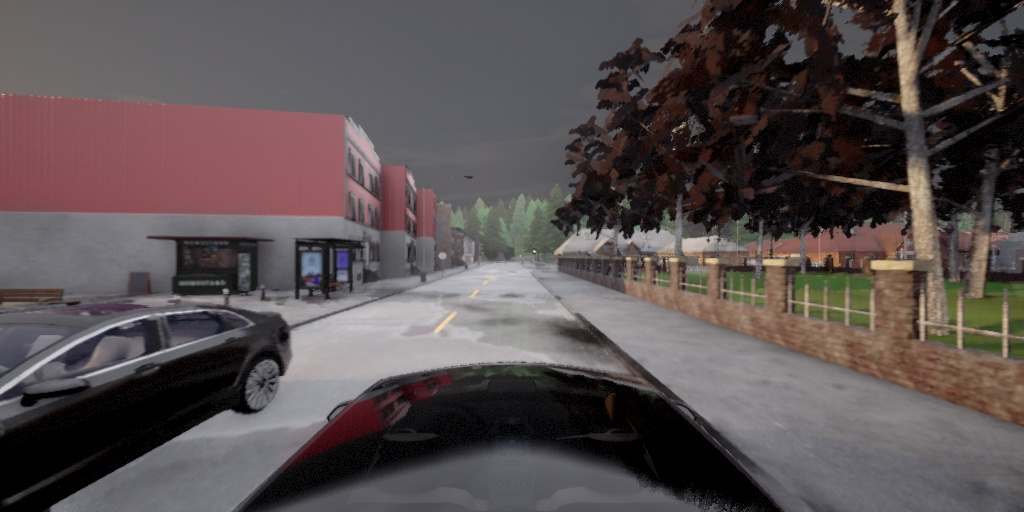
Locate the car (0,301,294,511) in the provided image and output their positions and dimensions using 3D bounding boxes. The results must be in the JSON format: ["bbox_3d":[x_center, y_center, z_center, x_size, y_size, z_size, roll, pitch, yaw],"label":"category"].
[{"bbox_3d":[-4.100,1.240,3.219,2.128,1.511,4.902,0,0,0],"label":"car"}]
